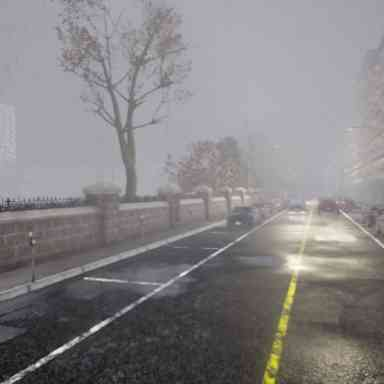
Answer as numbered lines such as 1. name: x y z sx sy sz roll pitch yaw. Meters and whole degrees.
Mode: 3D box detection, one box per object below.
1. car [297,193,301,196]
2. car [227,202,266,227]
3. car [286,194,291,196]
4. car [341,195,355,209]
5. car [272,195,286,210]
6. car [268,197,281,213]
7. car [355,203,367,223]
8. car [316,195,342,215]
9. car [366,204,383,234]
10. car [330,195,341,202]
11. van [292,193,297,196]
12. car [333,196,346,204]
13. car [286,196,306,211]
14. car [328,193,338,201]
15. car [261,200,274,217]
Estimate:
1. car: 21.463 1.536 70.934 1.947 1.339 4.313 -2 -1 20
2. car: 3.717 1.629 23.473 1.947 1.339 4.313 -2 0 20
3. car: 11.596 1.327 44.567 2.192 1.841 5.009 -2 -1 20
4. car: 19.450 1.362 41.629 1.802 1.307 4.206 -2 -1 20
5. car: 9.628 1.461 39.291 1.967 1.590 4.097 -2 0 20
6. car: 7.659 1.576 34.018 1.887 1.381 4.507 -2 0 20
7. car: 11.562 1.375 20.537 1.887 1.381 4.507 -2 0 20
8. car: 13.212 1.348 32.423 1.882 1.535 5.008 -2 -1 21
9. car: 9.590 1.398 15.264 2.008 1.369 4.403 -2 0 20
10. car: 29.310 1.304 67.999 1.947 1.339 4.313 -2 -1 20
11. van: 17.513 1.327 60.388 1.690 1.788 3.998 -2 -1 21
12. car: 25.366 1.336 57.452 1.802 1.307 4.206 -2 -1 20
13. car: 12.459 1.493 39.226 2.033 1.411 5.357 -2 -1 21
14. car: 33.250 1.165 78.547 1.967 1.590 4.097 -2 -1 20
15. car: 5.689 1.628 28.747 1.802 1.307 4.206 -2 0 20
